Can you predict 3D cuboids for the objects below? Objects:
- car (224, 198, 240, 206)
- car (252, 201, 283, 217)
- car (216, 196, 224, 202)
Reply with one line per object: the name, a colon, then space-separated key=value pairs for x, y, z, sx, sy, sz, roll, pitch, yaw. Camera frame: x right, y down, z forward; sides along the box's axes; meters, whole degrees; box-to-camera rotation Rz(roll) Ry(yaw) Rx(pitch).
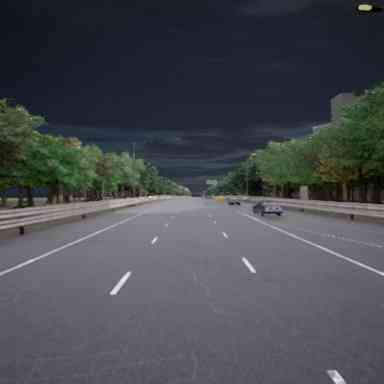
car: x=7.016 y=1.637 z=56.840 sx=1.895 sy=1.301 sz=4.718 roll=0 pitch=0 yaw=0
car: x=7.167 y=1.570 z=32.069 sx=2.033 sy=1.411 sz=5.357 roll=0 pitch=0 yaw=-3
car: x=7.099 y=1.653 z=83.372 sx=1.882 sy=1.535 sz=5.008 roll=0 pitch=-1 yaw=0
